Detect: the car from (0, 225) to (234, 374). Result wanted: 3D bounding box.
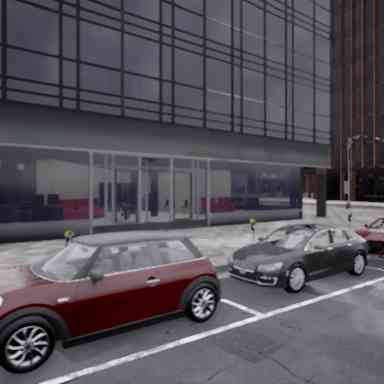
[{"bbox_3d":[-1.536,1.437,5.550,4.097,1.590,1.967,0,0,-35],"label":"car"}]

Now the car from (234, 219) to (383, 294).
[{"bbox_3d":[2.920,1.539,8.700,4.403,1.369,2.008,0,0,-35],"label":"car"}]

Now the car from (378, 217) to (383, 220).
[{"bbox_3d":[7.376,1.525,11.850,4.507,1.381,1.887,0,0,-35],"label":"car"}]
